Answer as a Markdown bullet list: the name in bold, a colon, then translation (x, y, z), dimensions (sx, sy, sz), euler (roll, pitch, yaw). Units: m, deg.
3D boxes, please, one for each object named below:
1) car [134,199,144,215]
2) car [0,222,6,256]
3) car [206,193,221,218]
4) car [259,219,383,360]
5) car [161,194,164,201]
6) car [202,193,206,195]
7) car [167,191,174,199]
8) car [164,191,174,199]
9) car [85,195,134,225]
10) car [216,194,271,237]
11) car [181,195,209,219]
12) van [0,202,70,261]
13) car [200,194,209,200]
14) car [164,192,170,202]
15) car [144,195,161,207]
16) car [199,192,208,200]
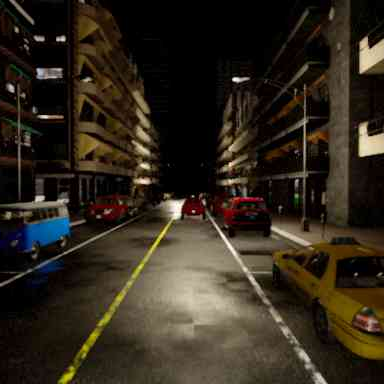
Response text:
- **car**: translation (-5.702, 1.364, 28.394), dimensions (2.008, 1.369, 4.403), euler (-1, 0, 0)
- **car**: translation (-5.666, 1.511, 5.985), dimensions (2.008, 1.369, 4.403), euler (-1, 0, 0)
- **car**: translation (2.682, 1.128, 28.362), dimensions (2.192, 1.841, 5.009), euler (-1, 0, 0)
- **car**: translation (2.681, 1.484, 6.125), dimensions (1.752, 1.417, 4.829), euler (-1, 0, 0)
- **car**: translation (-5.690, 1.250, 50.801), dimensions (1.802, 1.307, 4.206), euler (-1, 0, 0)
- **car**: translation (2.685, 1.055, 39.566), dimensions (2.192, 1.841, 5.009), euler (-1, 0, 0)
- **car**: translation (-5.686, 1.074, 73.209), dimensions (2.008, 1.369, 4.403), euler (-1, 0, 0)
- **car**: translation (-5.687, 0.766, 84.411), dimensions (2.192, 1.841, 5.009), euler (-1, 0, 0)
- **car**: translation (-5.689, 1.165, 22.790), dimensions (2.192, 1.841, 5.009), euler (-1, 0, 0)
- **car**: translation (2.680, 1.202, 17.158), dimensions (2.192, 1.841, 5.009), euler (-1, 0, 0)
- **car**: translation (0.105, 1.299, 27.191), dimensions (1.882, 1.535, 5.008), euler (0, 0, 0)
- **van**: translation (-5.668, 1.264, 11.586), dimensions (1.690, 1.788, 3.998), euler (-1, 0, 0)
- **car**: translation (2.694, 1.089, 73.179), dimensions (1.947, 1.339, 4.313), euler (-1, 0, 0)
- **car**: translation (-5.688, 1.146, 62.005), dimensions (2.008, 1.369, 4.403), euler (-1, 0, 0)
- **car**: translation (-5.691, 1.286, 45.199), dimensions (1.802, 1.307, 4.206), euler (-1, 0, 0)
- **car**: translation (2.694, 0.927, 78.780), dimensions (1.967, 1.590, 4.097), euler (-1, 0, 0)
